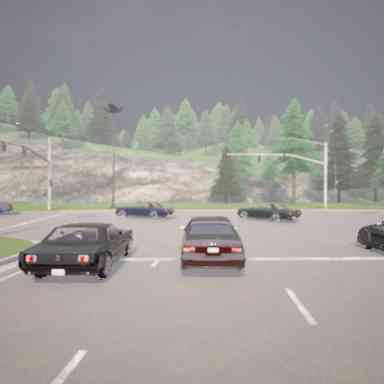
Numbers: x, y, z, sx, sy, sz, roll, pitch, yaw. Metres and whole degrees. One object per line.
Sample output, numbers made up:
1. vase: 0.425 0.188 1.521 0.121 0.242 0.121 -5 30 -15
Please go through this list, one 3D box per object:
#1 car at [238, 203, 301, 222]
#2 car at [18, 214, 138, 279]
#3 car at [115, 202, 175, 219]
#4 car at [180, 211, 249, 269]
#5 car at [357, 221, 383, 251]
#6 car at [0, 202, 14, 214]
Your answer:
1. car: 5.718 1.515 25.340 1.895 1.301 4.718 0 0 -43
2. car: -3.050 1.557 9.881 1.895 1.301 4.718 0 0 1
3. car: -3.939 1.489 27.281 4.718 1.301 1.895 0 0 21
4. car: 0.563 1.506 10.900 2.033 1.411 5.357 0 0 1
5. car: 7.621 1.534 11.629 1.994 1.385 4.181 0 0 -1
6. car: -19.542 1.391 30.802 5.357 1.411 2.033 0 0 -14
